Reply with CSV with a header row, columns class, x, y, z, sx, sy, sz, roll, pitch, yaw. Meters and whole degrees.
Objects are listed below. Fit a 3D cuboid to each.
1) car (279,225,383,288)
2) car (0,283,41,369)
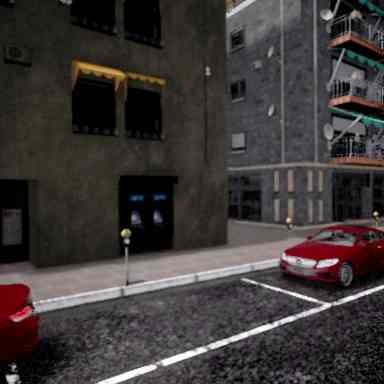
class,x,y,z,sx,sy,sz,roll,pitch,yaw
car,4.231,1.591,9.153,4.206,1.307,1.802,0,-1,-36
car,-3.838,1.586,3.363,4.206,1.307,1.802,0,-1,-36
